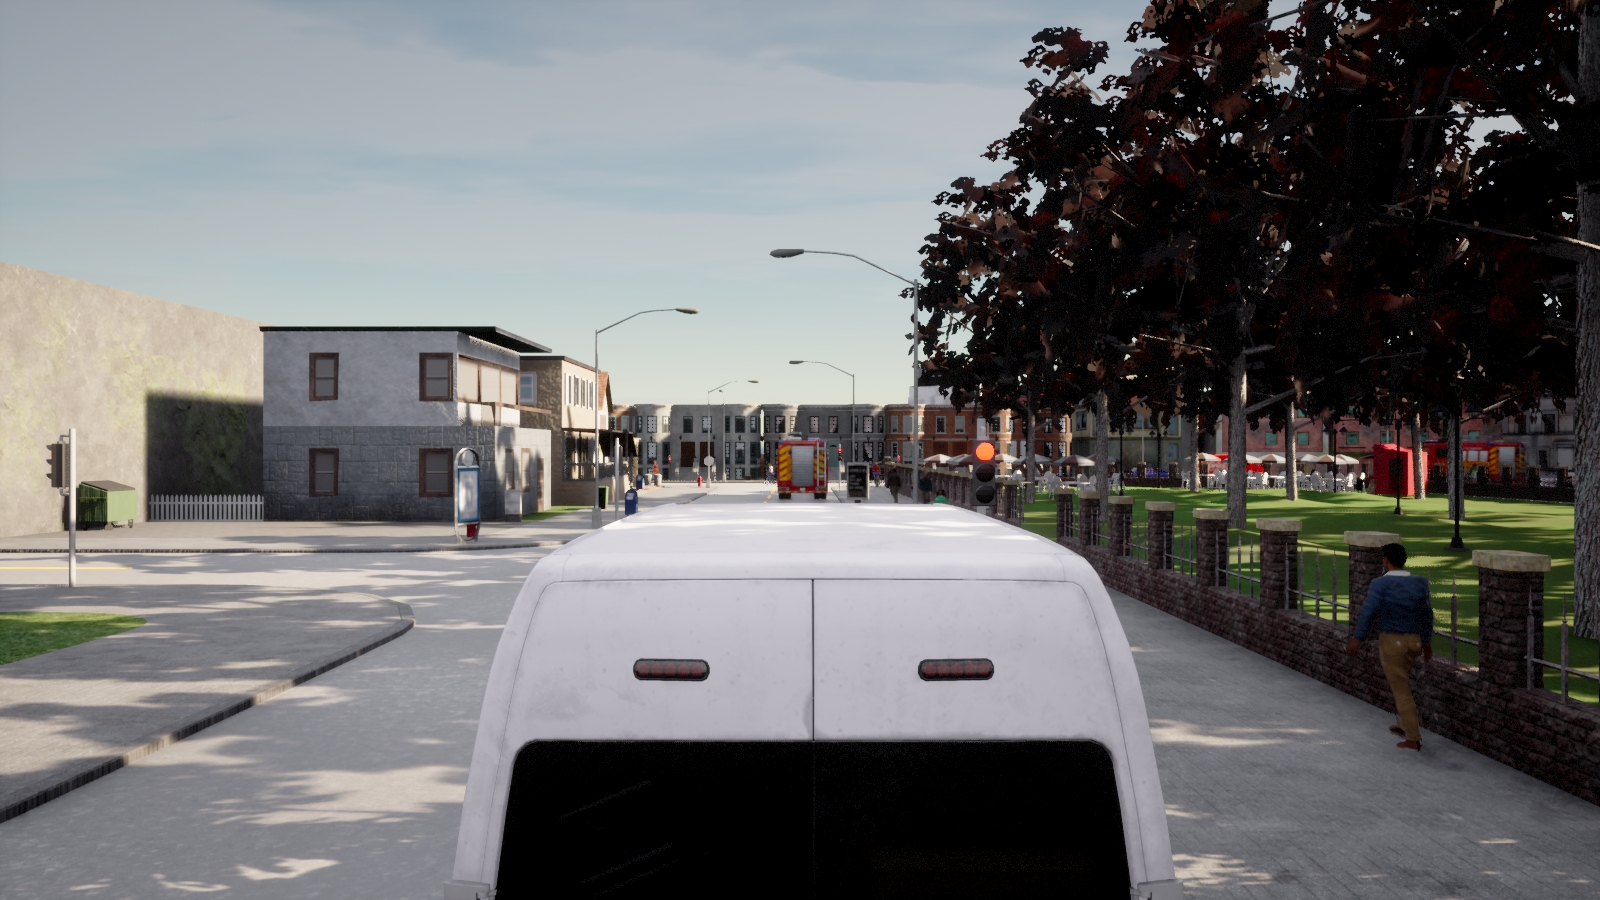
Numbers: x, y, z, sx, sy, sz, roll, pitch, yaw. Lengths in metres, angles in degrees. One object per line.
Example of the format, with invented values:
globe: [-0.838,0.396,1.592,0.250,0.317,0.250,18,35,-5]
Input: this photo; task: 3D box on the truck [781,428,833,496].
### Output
truck: [0.406,0.670,68.058,2.891,3.827,8.468,0,0,0]

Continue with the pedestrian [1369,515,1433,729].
pedestrian: [5.380,1.526,10.243,0.375,1.860,0.375,0,0,0]

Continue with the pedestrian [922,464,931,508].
pedestrian: [5.404,1.525,48.795,0.375,1.860,0.375,0,0,2]

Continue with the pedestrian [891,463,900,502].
pedestrian: [4.503,1.525,54.031,0.375,1.860,0.375,0,0,-7]

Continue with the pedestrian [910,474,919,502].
pedestrian: [5.423,1.805,53.947,0.375,1.300,0.375,0,0,-3]

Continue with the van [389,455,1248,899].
van: [0.036,1.314,5.605,1.988,2.561,5.915,0,0,0]

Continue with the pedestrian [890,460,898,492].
pedestrian: [5.492,1.525,66.624,0.375,1.860,0.375,0,0,-6]

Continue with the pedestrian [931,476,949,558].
pedestrian: [3.213,1.525,26.199,0.375,1.860,0.375,0,0,14]
